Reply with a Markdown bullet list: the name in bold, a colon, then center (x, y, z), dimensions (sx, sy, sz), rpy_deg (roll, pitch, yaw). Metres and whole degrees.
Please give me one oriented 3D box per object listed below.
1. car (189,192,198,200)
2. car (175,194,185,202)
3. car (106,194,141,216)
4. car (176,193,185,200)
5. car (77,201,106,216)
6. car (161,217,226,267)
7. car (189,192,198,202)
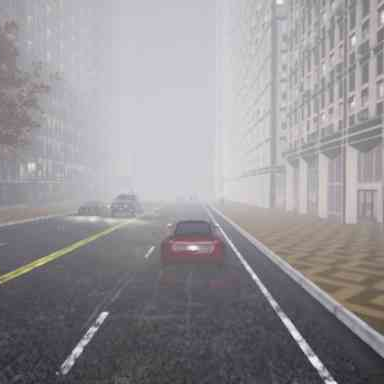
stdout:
- **car**: center (0.395, 1.064, 85.346), dimensions (2.150, 2.045, 5.566), rpy_deg (0, 0, 0)
- **car**: center (-2.905, 1.466, 74.912), dimensions (2.033, 1.411, 5.357), rpy_deg (0, 0, 0)
- **car**: center (-6.353, 1.192, 32.481), dimensions (2.150, 2.045, 5.566), rpy_deg (0, 0, 0)
- **car**: center (-2.855, 1.187, 85.302), dimensions (2.097, 1.767, 4.553), rpy_deg (0, 0, 0)
- **car**: center (-9.607, 1.527, 32.352), dimensions (1.994, 1.385, 4.181), rpy_deg (0, 0, 0)
- **car**: center (0.046, 1.564, 11.474), dimensions (1.994, 1.385, 4.181), rpy_deg (0, 0, 0)
- **car**: center (0.345, 1.411, 74.896), dimensions (1.882, 1.535, 5.008), rpy_deg (0, 0, 0)
